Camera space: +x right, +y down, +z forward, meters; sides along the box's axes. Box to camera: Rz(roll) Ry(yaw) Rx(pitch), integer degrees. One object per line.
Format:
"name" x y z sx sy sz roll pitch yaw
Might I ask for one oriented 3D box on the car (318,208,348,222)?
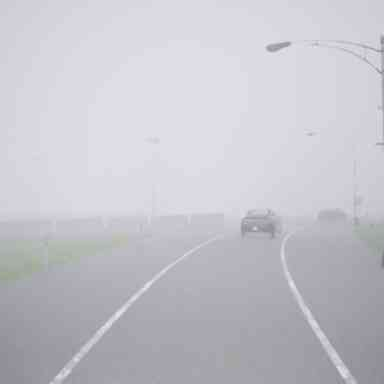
"car" 16.094 2.539 37.870 1.882 1.535 5.008 -3 -4 43

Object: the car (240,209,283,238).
"car" 4.122 1.740 19.391 2.128 1.511 4.902 -1 -2 21
